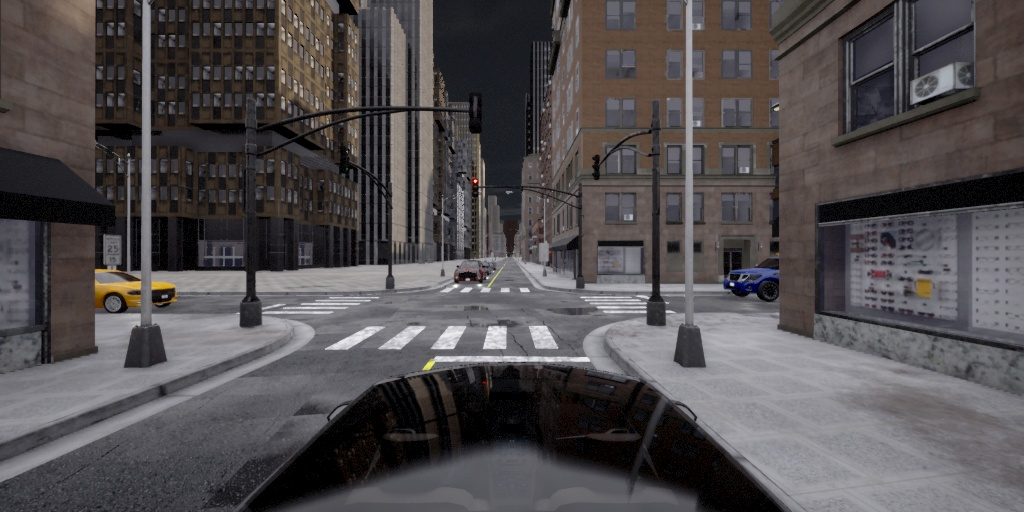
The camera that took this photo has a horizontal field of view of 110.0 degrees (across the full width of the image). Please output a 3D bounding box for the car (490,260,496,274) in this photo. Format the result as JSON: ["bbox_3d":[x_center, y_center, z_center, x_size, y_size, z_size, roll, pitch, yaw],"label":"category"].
[{"bbox_3d":[-3.171,1.299,38.098,2.033,1.411,5.357,0,0,0],"label":"car"}]

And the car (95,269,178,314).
[{"bbox_3d":[-15.367,1.232,13.272,5.008,1.535,1.882,0,0,0],"label":"car"}]

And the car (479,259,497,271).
[{"bbox_3d":[-3.183,1.243,49.295,2.128,1.511,4.902,0,0,0],"label":"car"}]

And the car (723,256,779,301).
[{"bbox_3d":[13.016,0.972,16.726,5.566,2.045,2.150,0,0,-1],"label":"car"}]

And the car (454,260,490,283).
[{"bbox_3d":[-3.156,1.103,27.840,2.097,1.767,4.553,0,0,0],"label":"car"}]
